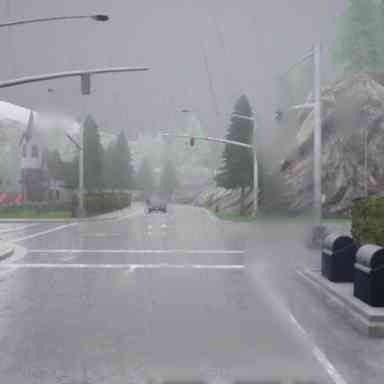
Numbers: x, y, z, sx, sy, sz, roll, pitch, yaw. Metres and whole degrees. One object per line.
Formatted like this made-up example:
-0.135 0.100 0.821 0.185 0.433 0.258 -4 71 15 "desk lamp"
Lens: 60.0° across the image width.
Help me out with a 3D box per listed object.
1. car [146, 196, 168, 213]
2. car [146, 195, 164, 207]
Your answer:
-3.749 1.498 36.684 1.837 1.490 4.892 0 0 -2 "car"
-5.888 1.342 52.454 2.097 1.767 4.553 0 0 -16 "car"
